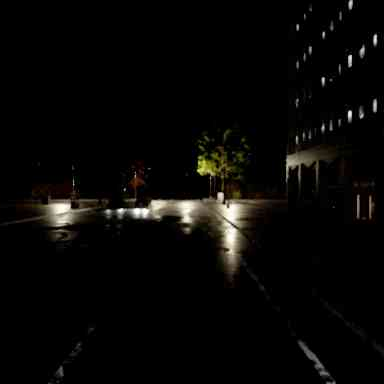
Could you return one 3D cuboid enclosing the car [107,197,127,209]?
[{"bbox_3d":[-9.769,1.388,43.688,1.812,1.442,4.674,0,0,1],"label":"car"}]

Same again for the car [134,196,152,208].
[{"bbox_3d":[-6.507,1.352,44.686,2.128,1.511,4.902,0,0,1],"label":"car"}]
